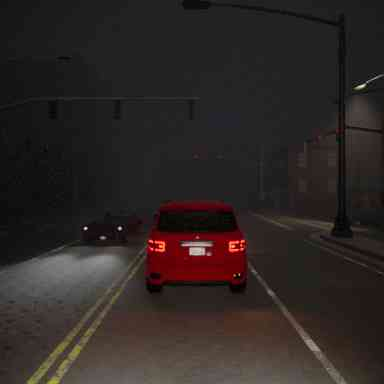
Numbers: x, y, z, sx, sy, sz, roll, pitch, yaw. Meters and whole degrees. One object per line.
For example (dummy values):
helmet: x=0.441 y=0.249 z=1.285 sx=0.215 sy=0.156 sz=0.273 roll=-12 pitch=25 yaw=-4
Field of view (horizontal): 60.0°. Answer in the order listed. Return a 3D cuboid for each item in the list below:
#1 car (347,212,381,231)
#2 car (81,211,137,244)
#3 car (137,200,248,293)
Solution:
car: x=15.829 y=2.563 z=29.615 sx=4.892 sy=1.490 sz=1.837 roll=8 pitch=0 yaw=0
car: x=-3.704 y=1.602 z=16.025 sx=1.895 sy=1.301 sz=4.718 roll=0 pitch=0 yaw=1
car: x=0.093 y=1.221 z=9.010 sx=2.150 sy=2.045 sz=5.566 roll=0 pitch=0 yaw=0
